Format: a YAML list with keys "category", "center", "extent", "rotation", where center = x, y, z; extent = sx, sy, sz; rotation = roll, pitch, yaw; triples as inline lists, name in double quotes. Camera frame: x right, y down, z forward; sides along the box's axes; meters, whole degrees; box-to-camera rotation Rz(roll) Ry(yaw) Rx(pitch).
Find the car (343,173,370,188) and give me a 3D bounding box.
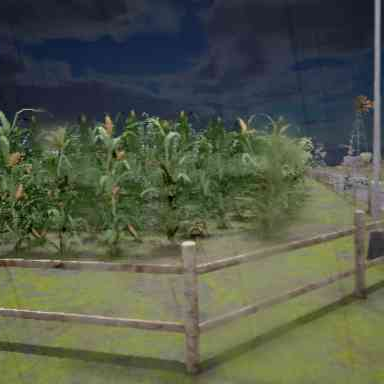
- category: "car"
  center: [15.995, -1.132, 32.436]
  extent: [1.994, 1.385, 4.181]
  rotation: [-1, 4, 17]
